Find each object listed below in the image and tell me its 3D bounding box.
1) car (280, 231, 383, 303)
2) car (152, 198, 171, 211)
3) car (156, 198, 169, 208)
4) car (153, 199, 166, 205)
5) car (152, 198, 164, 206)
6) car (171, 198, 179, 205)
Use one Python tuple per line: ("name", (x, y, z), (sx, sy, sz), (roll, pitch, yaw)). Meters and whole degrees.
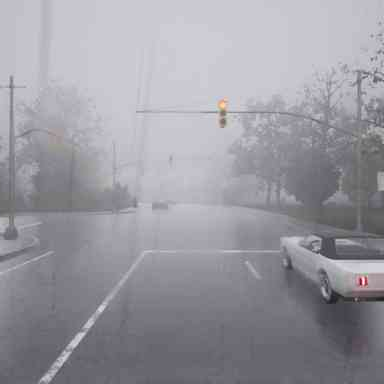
("car", (3.602, 1.601, 8.129), (1.895, 1.301, 4.718), (0, 0, 0))
("car", (-4.002, 1.546, 42.566), (1.882, 1.535, 5.008), (0, -1, -3))
("car", (-4.716, 1.682, 52.454), (1.882, 1.535, 5.008), (0, -1, -6))
("car", (-8.196, 2.461, 83.078), (1.895, 1.301, 4.718), (0, -1, -25))
("car", (-6.920, 2.027, 67.179), (1.837, 1.490, 4.892), (0, -2, -12))
("car", (-4.942, 2.248, 73.752), (1.895, 1.301, 4.718), (0, -1, -19))
